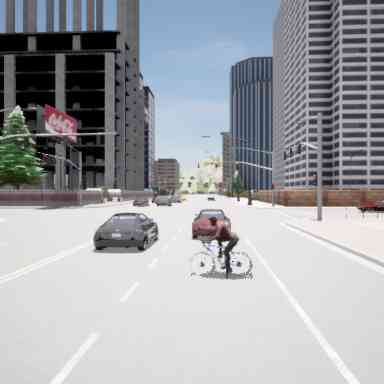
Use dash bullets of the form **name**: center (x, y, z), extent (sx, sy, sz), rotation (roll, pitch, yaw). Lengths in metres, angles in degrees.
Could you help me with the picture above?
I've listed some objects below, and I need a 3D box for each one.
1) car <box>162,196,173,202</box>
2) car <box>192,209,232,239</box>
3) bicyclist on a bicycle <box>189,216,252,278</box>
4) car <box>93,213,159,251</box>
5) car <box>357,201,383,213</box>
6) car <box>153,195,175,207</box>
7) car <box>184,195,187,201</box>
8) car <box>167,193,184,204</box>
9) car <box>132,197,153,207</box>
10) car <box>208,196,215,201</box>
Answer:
- **car**: center (-5.872, 1.595, 80.484), extent (1.895, 1.301, 4.718), rotation (0, 0, 3)
- **car**: center (1.045, 1.564, 17.419), extent (1.994, 1.385, 4.181), rotation (0, 0, 3)
- **bicyclist on a bicycle**: center (0.742, 1.453, 8.742), extent (1.656, 1.620, 0.582), rotation (-1, 0, 3)
- **car**: center (-2.656, 1.564, 14.220), extent (1.994, 1.385, 4.181), rotation (0, 0, 4)
- **car**: center (20.628, 1.601, 36.194), extent (4.718, 1.301, 1.895), rotation (0, 0, 3)
- **car**: center (-4.198, 1.563, 50.837), extent (1.994, 1.385, 4.181), rotation (0, 0, 4)
- **car**: center (-2.361, 1.478, 80.563), extent (1.882, 1.535, 5.008), rotation (0, 0, 3)
- **car**: center (-3.257, 1.352, 65.914), extent (2.097, 1.767, 4.553), rotation (0, 0, 4)
- **car**: center (-7.730, 1.504, 50.425), extent (1.837, 1.490, 4.892), rotation (0, 0, 3)
- **car**: center (4.994, 1.595, 86.402), extent (1.895, 1.301, 4.718), rotation (0, 0, 3)
